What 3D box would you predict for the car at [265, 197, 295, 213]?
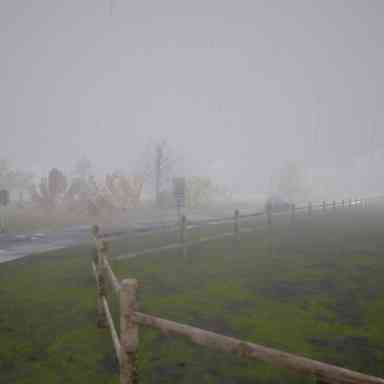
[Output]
[{"bbox_3d":[9.862,1.282,36.979,2.097,1.767,4.553,0,0,36],"label":"car"}]
